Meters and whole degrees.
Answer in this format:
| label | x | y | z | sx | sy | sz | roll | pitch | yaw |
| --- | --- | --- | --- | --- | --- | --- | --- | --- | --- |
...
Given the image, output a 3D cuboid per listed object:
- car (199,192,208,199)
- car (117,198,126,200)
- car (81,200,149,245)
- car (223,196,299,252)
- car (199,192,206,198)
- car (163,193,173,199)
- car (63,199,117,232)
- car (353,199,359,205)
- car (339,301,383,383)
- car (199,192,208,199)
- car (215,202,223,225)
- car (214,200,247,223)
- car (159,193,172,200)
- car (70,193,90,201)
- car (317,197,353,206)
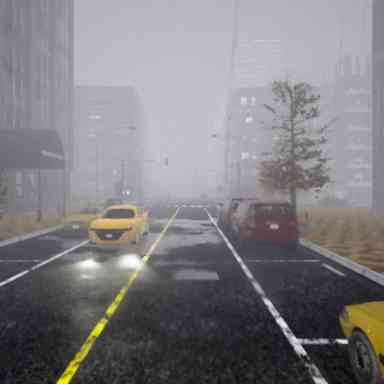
| label | x | y | z | sx | sy | sz | roll | pitch | yaw |
| --- | --- | --- | --- | --- | --- | --- | --- | --- | --- |
| car | 2.710 | 0.754 | 78.957 | 1.967 | 1.590 | 4.097 | 1 | 0 | 0 |
| car | -5.678 | 1.226 | 24.401 | 1.967 | 1.590 | 4.097 | 1 | 1 | 0 |
| car | -3.099 | 1.346 | 14.908 | 1.882 | 1.535 | 5.008 | 0 | 1 | 0 |
| car | 2.702 | 1.197 | 13.278 | 2.192 | 1.841 | 5.009 | 1 | 1 | 0 |
| car | 2.710 | 0.801 | 90.004 | 1.802 | 1.307 | 4.206 | 1 | 0 | 0 |
| car | -5.672 | 0.858 | 78.973 | 1.887 | 1.381 | 4.507 | 1 | 0 | 0 |
| car | -5.680 | 1.361 | 18.672 | 1.752 | 1.417 | 4.829 | 1 | 1 | 0 |
| car | 26.265 | 1.495 | 57.478 | 4.829 | 1.417 | 1.752 | 1 | -1 | 0 |
| car | 2.699 | 1.503 | 2.332 | 1.752 | 1.417 | 4.829 | 1 | 1 | 0 |
| car | 2.708 | 0.905 | 73.434 | 1.887 | 1.381 | 4.507 | 1 | 0 | 0 |
| car | 2.702 | 1.149 | 18.838 | 2.192 | 1.841 | 5.009 | 1 | 1 | 0 |
| car | 2.701 | 1.330 | 24.399 | 1.887 | 1.381 | 4.507 | 1 | 0 | 0 |
| car | -5.673 | 0.935 | 67.756 | 1.752 | 1.417 | 4.829 | 1 | 0 | 0 |
| car | -17.245 | 0.833 | 48.801 | 4.507 | 1.381 | 1.887 | 1 | -1 | 0 |
| car | 20.854 | 1.318 | 49.124 | 4.097 | 1.590 | 1.967 | 1 | -1 | 0 |
